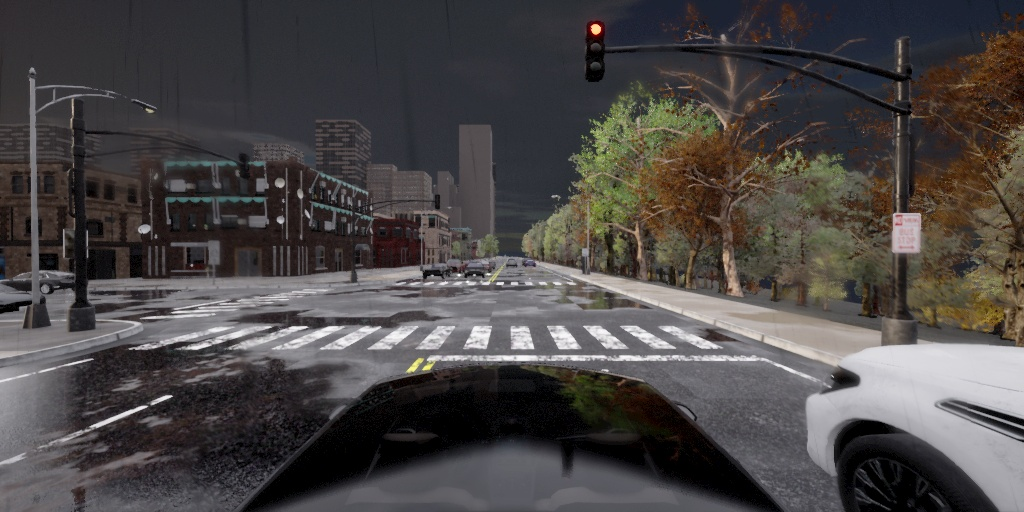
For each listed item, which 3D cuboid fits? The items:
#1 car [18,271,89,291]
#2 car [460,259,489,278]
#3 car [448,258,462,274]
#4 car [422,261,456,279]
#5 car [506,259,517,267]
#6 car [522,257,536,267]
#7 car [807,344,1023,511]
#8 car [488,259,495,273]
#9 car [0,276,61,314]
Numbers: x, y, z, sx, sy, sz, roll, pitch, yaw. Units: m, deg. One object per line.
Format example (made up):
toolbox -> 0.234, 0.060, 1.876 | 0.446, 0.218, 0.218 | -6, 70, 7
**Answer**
car -> -28.318, 1.560, 21.612 | 4.403, 1.370, 2.007 | 0, 0, 0
car -> -3.432, 1.287, 33.794 | 2.033, 1.411, 5.357 | 0, 0, -4
car -> -6.666, 1.088, 41.547 | 2.097, 1.767, 4.553 | 0, 0, 0
car -> -6.671, 1.341, 32.355 | 1.895, 1.301, 4.718 | 0, 0, 1
car -> -0.030, 1.290, 64.091 | 1.994, 1.385, 4.181 | 0, 0, 0
car -> 3.227, 1.252, 64.060 | 1.812, 1.442, 4.674 | 0, 0, 0
car -> 3.356, 0.972, 0.357 | 2.150, 2.045, 5.566 | 0, 0, 0
car -> -3.418, 1.261, 43.314 | 1.812, 1.442, 4.674 | 0, 0, 0
car -> -19.969, 1.565, 13.115 | 4.313, 1.339, 1.948 | 0, 0, 0
